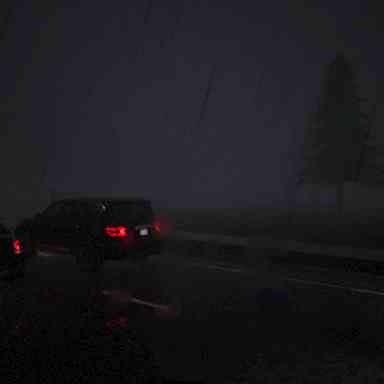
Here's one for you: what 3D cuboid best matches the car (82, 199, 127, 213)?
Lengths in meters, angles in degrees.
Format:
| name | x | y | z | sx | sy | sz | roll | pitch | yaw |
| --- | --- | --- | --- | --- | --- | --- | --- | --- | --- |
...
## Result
| name | x | y | z | sx | sy | sz | roll | pitch | yaw |
| --- | --- | --- | --- | --- | --- | --- | --- | --- | --- |
| car | -9.606 | 1.513 | 37.035 | 1.895 | 1.301 | 4.718 | 0 | 0 | 36 |

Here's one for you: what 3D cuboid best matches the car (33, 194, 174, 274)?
| name | x | y | z | sx | sy | sz | roll | pitch | yaw |
| --- | --- | --- | --- | --- | --- | --- | --- | --- | --- |
| car | -3.503 | 1.195 | 10.754 | 5.566 | 2.045 | 2.150 | 0 | 0 | 36 |

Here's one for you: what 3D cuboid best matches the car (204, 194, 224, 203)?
| name | x | y | z | sx | sy | sz | roll | pitch | yaw |
| --- | --- | --- | --- | --- | --- | --- | --- | --- | --- |
| car | 4.567 | 1.273 | 68.123 | 2.097 | 1.767 | 4.553 | 0 | 0 | 36 |

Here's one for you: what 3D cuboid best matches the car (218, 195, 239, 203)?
| name | x | y | z | sx | sy | sz | roll | pitch | yaw |
| --- | --- | --- | --- | --- | --- | --- | --- | --- | --- |
| car | 7.211 | 1.384 | 65.814 | 1.882 | 1.535 | 5.008 | 0 | 0 | 36 |

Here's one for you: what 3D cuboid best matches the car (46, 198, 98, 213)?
| name | x | y | z | sx | sy | sz | roll | pitch | yaw |
| --- | --- | --- | --- | --- | --- | --- | --- | --- | --- |
| car | -13.458 | 1.449 | 37.697 | 2.033 | 1.411 | 5.357 | 0 | 0 | 36 |

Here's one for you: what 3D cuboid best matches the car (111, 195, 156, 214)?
| name | x | y | z | sx | sy | sz | roll | pitch | yaw |
| --- | --- | --- | --- | --- | --- | --- | --- | --- | --- |
| car | -6.242 | 1.275 | 35.704 | 2.097 | 1.767 | 4.553 | 0 | 0 | 36 |

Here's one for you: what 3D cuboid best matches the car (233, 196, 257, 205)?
| name | x | y | z | sx | sy | sz | roll | pitch | yaw |
| --- | --- | --- | --- | --- | --- | --- | --- | --- | --- |
| car | 9.135 | 1.471 | 56.685 | 2.033 | 1.411 | 5.357 | 0 | 0 | 37 |

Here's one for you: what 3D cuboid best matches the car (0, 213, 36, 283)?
| name | x | y | z | sx | sy | sz | roll | pitch | yaw |
| --- | --- | --- | --- | --- | --- | --- | --- | --- | --- |
| car | -6.247 | 1.322 | 8.413 | 4.553 | 1.767 | 2.097 | 0 | 0 | 36 |

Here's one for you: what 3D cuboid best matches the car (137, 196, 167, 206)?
| name | x | y | z | sx | sy | sz | roll | pitch | yaw |
| --- | --- | --- | --- | --- | --- | --- | --- | --- | --- |
| car | -6.387 | 1.398 | 53.287 | 1.837 | 1.490 | 4.892 | 0 | 0 | 36 |

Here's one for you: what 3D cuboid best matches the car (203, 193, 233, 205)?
| name | x | y | z | sx | sy | sz | roll | pitch | yaw |
| --- | --- | --- | --- | --- | --- | --- | --- | --- | --- |
| car | 4.041 | 1.133 | 55.676 | 2.150 | 2.045 | 5.566 | 0 | 0 | 36 |
